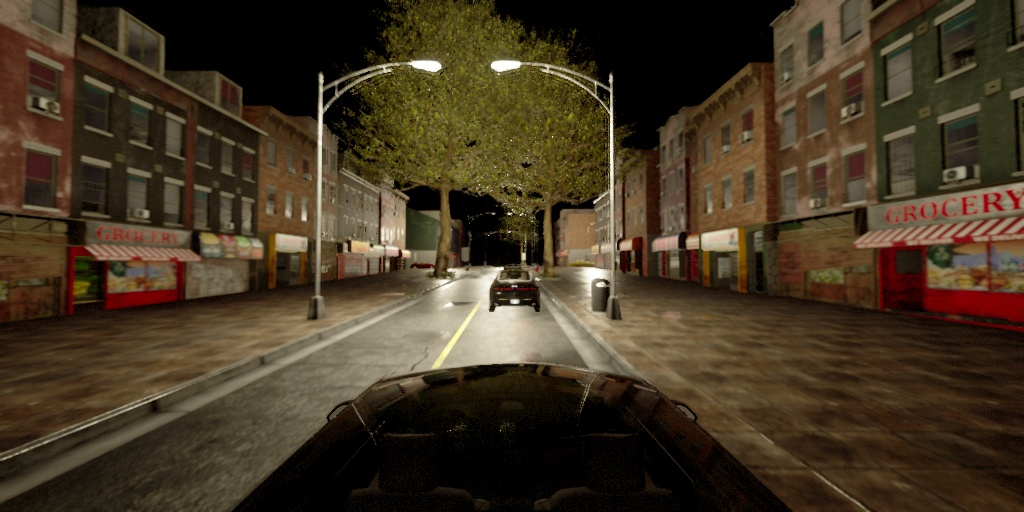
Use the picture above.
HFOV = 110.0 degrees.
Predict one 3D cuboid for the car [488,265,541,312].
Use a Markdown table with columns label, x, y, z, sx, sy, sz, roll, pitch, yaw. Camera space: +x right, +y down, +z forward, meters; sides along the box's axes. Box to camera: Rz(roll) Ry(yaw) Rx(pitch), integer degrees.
| label | x | y | z | sx | sy | sz | roll | pitch | yaw |
| --- | --- | --- | --- | --- | --- | --- | --- | --- | --- |
| car | 0.098 | 1.270 | 14.361 | 1.837 | 1.490 | 4.892 | 0 | 0 | 0 |

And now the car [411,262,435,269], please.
| label | x | y | z | sx | sy | sz | roll | pitch | yaw |
| --- | --- | --- | --- | --- | --- | --- | --- | --- | --- |
| car | -14.856 | 1.605 | 60.772 | 4.507 | 1.381 | 1.888 | 0 | 0 | 0 |

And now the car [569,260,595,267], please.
| label | x | y | z | sx | sy | sz | roll | pitch | yaw |
| --- | --- | --- | --- | --- | --- | --- | --- | --- | --- |
| car | 12.157 | 1.290 | 60.959 | 4.829 | 1.417 | 1.751 | 0 | 0 | 0 |
